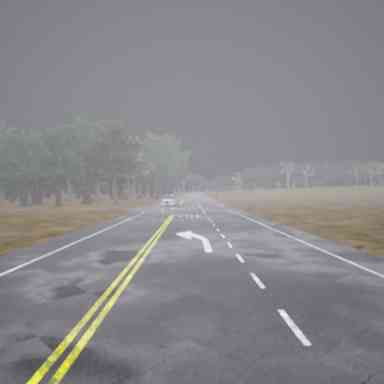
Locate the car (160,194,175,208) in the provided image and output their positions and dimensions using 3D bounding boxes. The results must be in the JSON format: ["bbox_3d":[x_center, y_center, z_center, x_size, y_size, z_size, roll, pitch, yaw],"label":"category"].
[{"bbox_3d":[-3.908,1.472,54.736,2.150,2.045,5.566,-1,2,0],"label":"car"}]
